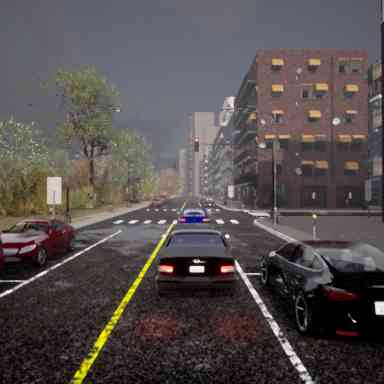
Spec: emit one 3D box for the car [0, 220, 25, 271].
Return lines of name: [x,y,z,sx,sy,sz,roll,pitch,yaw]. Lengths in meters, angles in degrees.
car: [-5.301,1.316,5.702,2.192,1.841,5.009,1,0,0]

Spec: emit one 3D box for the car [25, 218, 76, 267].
car: [-5.299,1.584,11.357,1.802,1.307,4.206,1,0,0]

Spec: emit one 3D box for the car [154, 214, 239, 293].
car: [0.106,1.549,8.984,2.033,1.411,5.357,0,0,0]

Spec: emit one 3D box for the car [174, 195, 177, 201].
car: [-5.249,1.601,83.528,2.008,1.369,4.403,1,0,0]

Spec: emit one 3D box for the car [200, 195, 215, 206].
car: [2.609,1.569,50.270,2.008,1.369,4.403,1,0,0]

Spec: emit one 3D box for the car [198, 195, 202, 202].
car: [2.620,1.614,67.319,1.802,1.307,4.206,1,0,0]

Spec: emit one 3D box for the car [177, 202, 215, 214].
car: [0.121,1.529,18.574,1.812,1.442,4.674,0,0,0]

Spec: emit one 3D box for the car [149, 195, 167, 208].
car: [-5.272,1.562,49.472,1.887,1.381,4.507,1,0,0]

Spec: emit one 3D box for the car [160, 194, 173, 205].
car: [-5.262,1.342,60.824,2.192,1.841,5.009,1,0,0]

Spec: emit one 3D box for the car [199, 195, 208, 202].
car: [2.629,1.485,78.686,1.967,1.590,4.097,1,0,0]

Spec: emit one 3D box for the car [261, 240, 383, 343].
car: [2.578,1.567,6.453,1.947,1.339,4.313,1,0,0]

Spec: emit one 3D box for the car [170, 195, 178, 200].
car: [-5.241,1.617,94.881,2.008,1.369,4.403,1,0,0]
